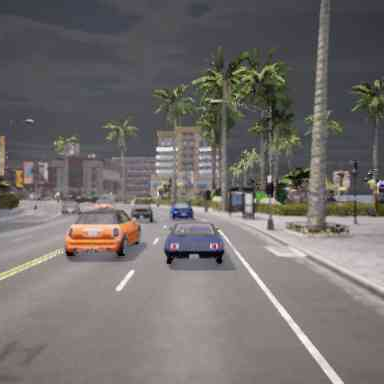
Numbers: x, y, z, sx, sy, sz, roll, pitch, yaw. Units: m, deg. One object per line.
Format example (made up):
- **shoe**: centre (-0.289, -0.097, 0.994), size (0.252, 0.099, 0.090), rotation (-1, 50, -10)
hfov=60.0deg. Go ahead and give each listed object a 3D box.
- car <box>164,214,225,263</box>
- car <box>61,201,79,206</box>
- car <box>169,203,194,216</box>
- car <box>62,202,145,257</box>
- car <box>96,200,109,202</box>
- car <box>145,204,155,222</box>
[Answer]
- **car**: centre (0.081, 1.712, 12.421), size (1.895, 1.301, 4.718), rotation (0, 0, 0)
- **car**: centre (-13.568, 1.823, 37.550), size (2.128, 1.511, 4.902), rotation (0, -1, -17)
- **car**: centre (-1.056, 1.748, 30.546), size (1.882, 1.535, 5.008), rotation (0, -1, -8)
- **car**: centre (-3.417, 1.474, 13.610), size (2.097, 1.767, 4.553), rotation (0, 0, 0)
- **car**: centre (-10.877, 1.710, 40.583), size (2.097, 1.767, 4.553), rotation (0, -1, -19)
- **car**: centre (-4.370, 1.762, 29.114), size (1.837, 1.490, 4.892), rotation (0, -1, -7)
